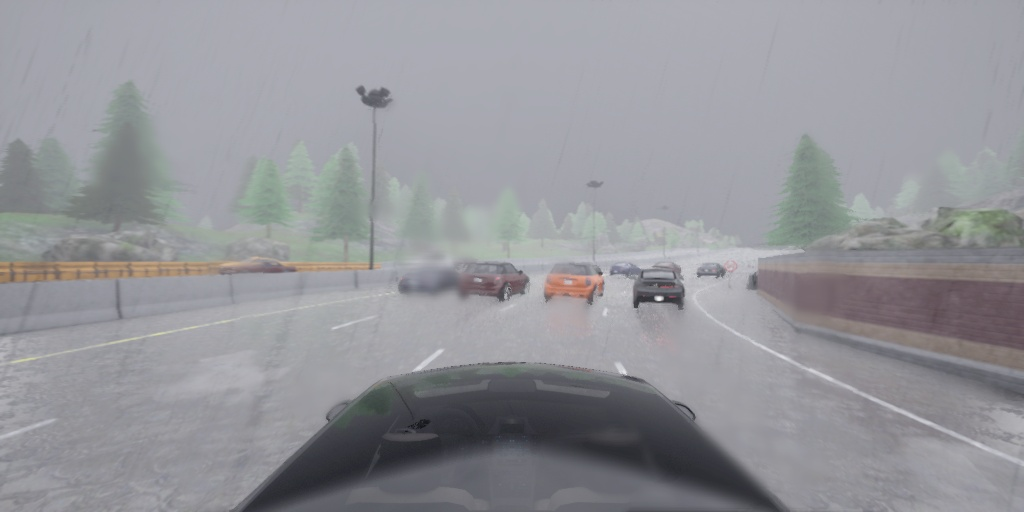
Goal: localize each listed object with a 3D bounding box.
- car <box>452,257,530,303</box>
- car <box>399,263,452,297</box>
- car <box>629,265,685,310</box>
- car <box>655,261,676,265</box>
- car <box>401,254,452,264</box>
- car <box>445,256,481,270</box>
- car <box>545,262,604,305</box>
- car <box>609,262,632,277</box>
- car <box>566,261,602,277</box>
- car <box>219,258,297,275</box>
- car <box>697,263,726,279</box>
[{"bbox_3d":[-0.657,1.045,16.738,2.097,1.767,4.553,1,0,19],"label":"car"},{"bbox_3d":[-3.826,1.214,18.262,1.994,1.385,4.181,1,0,20],"label":"car"},{"bbox_3d":[6.087,1.283,15.041,1.837,1.490,4.892,0,-1,20],"label":"car"},{"bbox_3d":[15.048,1.272,34.944,1.882,1.535,5.008,1,1,38],"label":"car"},{"bbox_3d":[-7.884,0.820,33.626,2.150,2.045,5.566,1,0,34],"label":"car"},{"bbox_3d":[-6.390,0.910,47.479,2.097,1.767,4.553,1,1,38],"label":"car"},{"bbox_3d":[3.010,1.092,16.511,2.097,1.767,4.553,1,0,20],"label":"car"},{"bbox_3d":[11.212,1.290,35.705,1.812,1.442,4.674,1,1,38],"label":"car"},{"bbox_3d":[7.356,1.298,36.428,1.994,1.385,4.181,1,1,38],"label":"car"},{"bbox_3d":[-19.324,1.041,27.489,1.895,1.301,4.718,1,0,23],"label":"car"},{"bbox_3d":[19.274,1.368,34.689,2.033,1.411,5.357,1,1,38],"label":"car"}]
